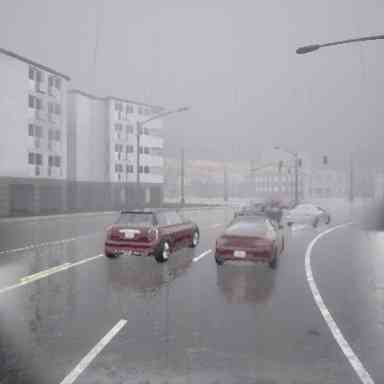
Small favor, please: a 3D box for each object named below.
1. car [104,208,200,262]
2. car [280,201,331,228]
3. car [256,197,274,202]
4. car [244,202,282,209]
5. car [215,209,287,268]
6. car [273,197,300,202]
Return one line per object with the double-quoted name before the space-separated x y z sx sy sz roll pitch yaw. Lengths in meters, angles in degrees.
"car" -1.264 1.366 12.393 2.097 1.767 4.553 0 0 19
"car" 7.765 1.531 22.103 1.812 1.442 4.674 0 0 37
"car" 10.219 1.404 44.093 4.553 1.767 2.097 0 0 -42
"car" 4.980 1.614 24.219 1.895 1.301 4.718 0 0 37
"car" 2.057 1.533 11.286 1.812 1.442 4.674 0 0 19
"car" 12.520 1.600 41.456 4.181 1.385 1.994 0 0 -42
